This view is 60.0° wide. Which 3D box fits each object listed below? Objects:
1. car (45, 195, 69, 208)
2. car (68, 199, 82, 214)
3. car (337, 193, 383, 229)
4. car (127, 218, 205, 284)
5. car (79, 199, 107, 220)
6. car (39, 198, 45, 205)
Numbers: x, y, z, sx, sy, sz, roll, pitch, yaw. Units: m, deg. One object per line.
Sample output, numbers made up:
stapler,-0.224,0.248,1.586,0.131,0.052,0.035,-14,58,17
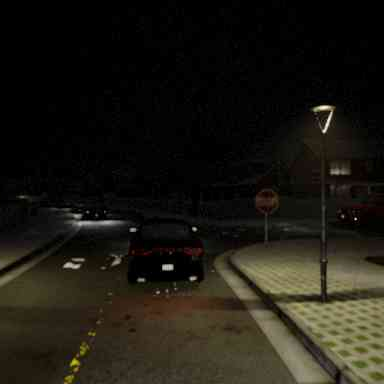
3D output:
car,-20.373,1.415,50.957,2.150,2.045,5.566,0,0,-37
car,-12.620,1.606,38.373,1.882,1.535,5.008,0,0,-28
car,11.766,1.070,20.187,5.566,2.045,2.150,-1,0,-6
car,-0.821,1.509,9.815,1.882,1.535,5.008,0,0,-7
car,-8.598,1.619,29.202,1.812,1.442,4.674,0,0,-22
car,-27.732,1.809,64.084,2.033,1.411,5.357,0,0,-45
